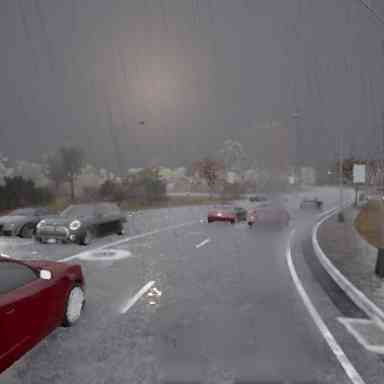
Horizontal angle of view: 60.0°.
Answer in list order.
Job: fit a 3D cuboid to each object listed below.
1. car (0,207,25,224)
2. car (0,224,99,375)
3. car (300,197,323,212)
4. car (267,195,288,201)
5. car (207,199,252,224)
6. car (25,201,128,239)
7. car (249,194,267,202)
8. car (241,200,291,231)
[{"bbox_3d":[-7.865,1.423,16.243,1.994,1.385,4.181,1,0,17],"label":"car"},{"bbox_3d":[-2.970,1.449,3.947,1.882,1.535,5.008,0,0,5],"label":"car"},{"bbox_3d":[13.217,1.350,36.721,2.128,1.511,4.902,1,1,29],"label":"car"},{"bbox_3d":[13.834,1.095,52.648,1.994,1.385,4.181,1,2,29],"label":"car"},{"bbox_3d":[2.615,1.460,23.799,1.994,1.385,4.181,1,0,23],"label":"car"},{"bbox_3d":[-4.676,1.247,14.724,2.097,1.767,4.553,1,0,17],"label":"car"},{"bbox_3d":[10.982,1.072,54.704,1.895,1.301,4.718,1,2,29],"label":"car"},{"bbox_3d":[4.864,1.491,20.531,2.033,1.411,5.357,1,0,23],"label":"car"}]
